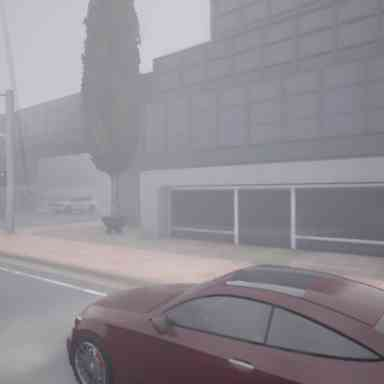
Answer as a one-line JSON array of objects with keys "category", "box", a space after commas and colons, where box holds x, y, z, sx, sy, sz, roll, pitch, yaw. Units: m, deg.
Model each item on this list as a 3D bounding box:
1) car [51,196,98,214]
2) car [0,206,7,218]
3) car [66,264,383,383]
[{"category": "car", "box": [-13.786, 1.478, 39.549, 2.150, 2.045, 5.566, -1, 0, 36]}, {"category": "car", "box": [-7.690, 1.311, 9.445, 5.566, 2.045, 2.150, 0, 0, 38]}, {"category": "car", "box": [0.662, 1.536, 3.497, 4.674, 1.442, 1.812, 0, 0, 35]}]
